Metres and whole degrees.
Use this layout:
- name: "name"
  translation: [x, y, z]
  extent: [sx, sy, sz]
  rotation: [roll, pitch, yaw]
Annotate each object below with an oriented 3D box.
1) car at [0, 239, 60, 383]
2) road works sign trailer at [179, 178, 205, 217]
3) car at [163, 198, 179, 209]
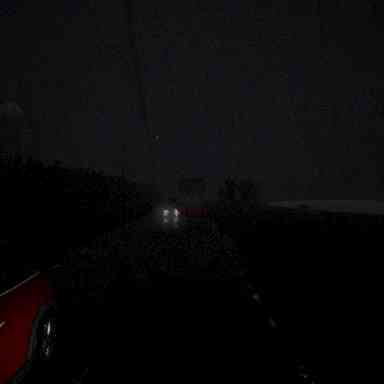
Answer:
- name: "car"
  translation: [-2.850, 1.352, 2.633]
  extent: [2.097, 1.767, 4.553]
  rotation: [0, 0, 0]
- name: "road works sign trailer"
  translation: [-0.003, 0.493, 31.261]
  extent: [2.380, 3.560, 2.880]
  rotation: [0, 0, 0]
- name: "car"
  translation: [-2.836, 1.571, 46.559]
  extent: [1.837, 1.490, 4.892]
  rotation: [0, -1, 0]
